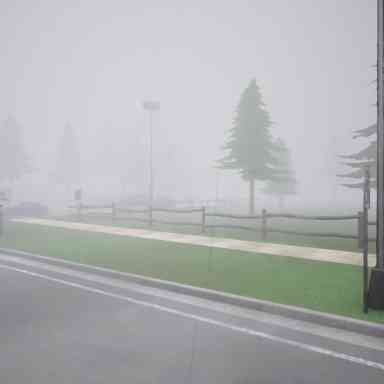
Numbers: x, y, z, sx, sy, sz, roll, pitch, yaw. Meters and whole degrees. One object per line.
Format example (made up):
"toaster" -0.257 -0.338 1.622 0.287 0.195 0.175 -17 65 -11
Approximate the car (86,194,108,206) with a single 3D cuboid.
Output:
"car" -13.047 1.491 49.671 2.128 1.511 4.902 0 0 35

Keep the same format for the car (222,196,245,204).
"car" 8.029 1.479 61.252 1.882 1.535 5.008 0 0 35

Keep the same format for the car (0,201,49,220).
"car" -14.825 1.526 28.856 1.812 1.442 4.674 0 0 35

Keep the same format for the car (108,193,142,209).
"car" -8.008 1.221 44.670 2.150 2.045 5.566 0 0 35

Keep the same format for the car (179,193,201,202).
"car" -0.309 1.206 67.639 2.150 2.045 5.566 0 0 35

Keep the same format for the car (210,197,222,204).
"car" 5.068 1.565 63.127 1.994 1.385 4.181 0 0 36

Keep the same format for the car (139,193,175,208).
"car" -4.250 1.351 43.928 2.097 1.767 4.553 0 0 35
